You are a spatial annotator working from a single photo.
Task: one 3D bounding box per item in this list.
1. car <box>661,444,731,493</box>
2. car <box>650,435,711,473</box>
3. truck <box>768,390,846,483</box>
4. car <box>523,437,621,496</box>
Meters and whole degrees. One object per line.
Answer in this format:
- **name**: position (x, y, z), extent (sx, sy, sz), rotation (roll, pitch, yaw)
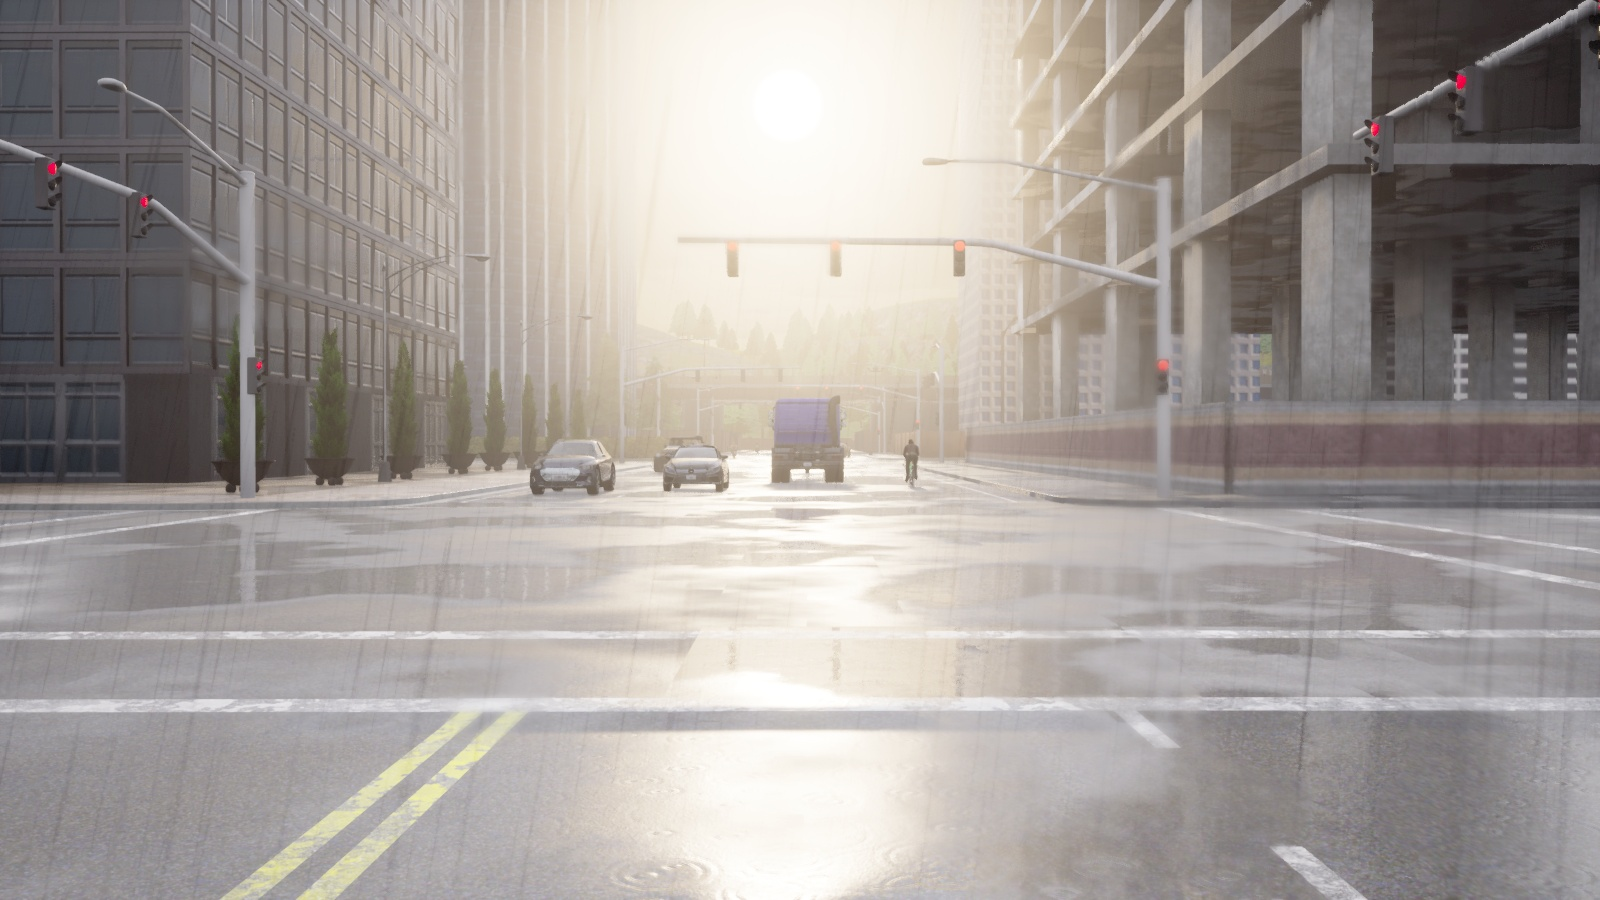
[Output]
- **car**: position (-3.261, 0.543, 40.083), extent (1.812, 1.442, 4.674), rotation (0, 0, 0)
- **car**: position (-6.056, 0.175, 64.045), extent (1.905, 1.878, 3.866), rotation (0, 0, 14)
- **truck**: position (0.298, -0.521, 50.543), extent (2.891, 3.462, 7.936), rotation (0, 0, 0)
- **car**: position (-6.774, 0.457, 37.851), extent (2.033, 1.649, 4.856), rotation (0, 0, 0)
